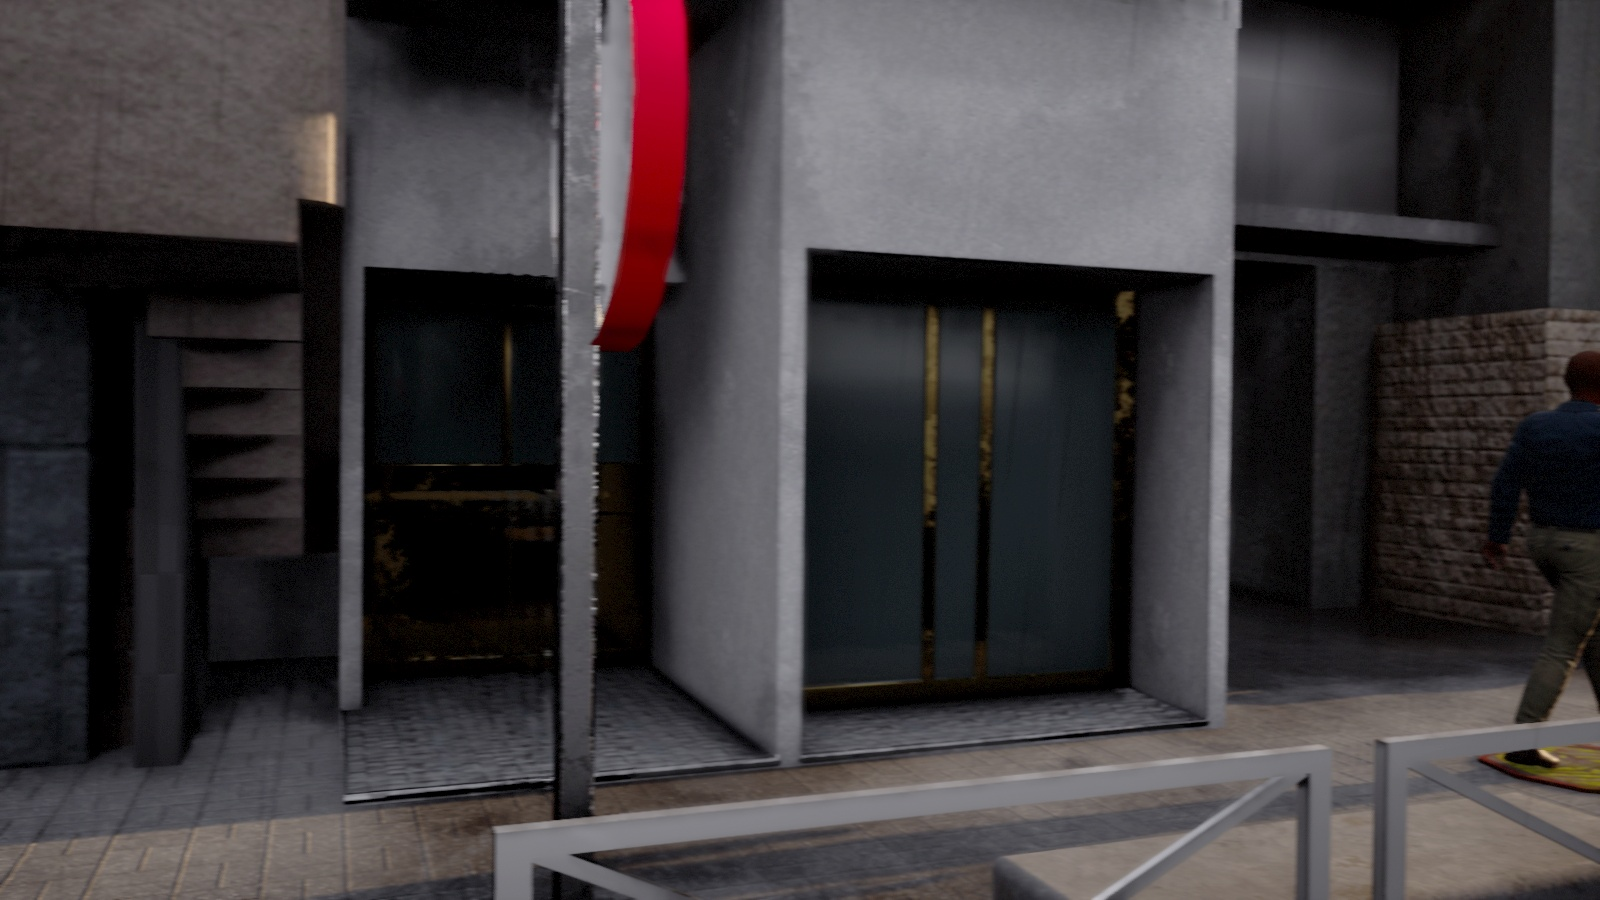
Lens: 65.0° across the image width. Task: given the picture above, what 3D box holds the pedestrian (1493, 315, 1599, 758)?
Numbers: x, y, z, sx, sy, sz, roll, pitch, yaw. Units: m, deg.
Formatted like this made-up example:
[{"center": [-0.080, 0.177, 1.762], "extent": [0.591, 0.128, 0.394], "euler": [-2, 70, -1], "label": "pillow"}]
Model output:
[{"center": [3.468, 0.351, 5.497], "extent": [0.726, 1.835, 0.370], "euler": [-1, 1, -20], "label": "pedestrian"}]
